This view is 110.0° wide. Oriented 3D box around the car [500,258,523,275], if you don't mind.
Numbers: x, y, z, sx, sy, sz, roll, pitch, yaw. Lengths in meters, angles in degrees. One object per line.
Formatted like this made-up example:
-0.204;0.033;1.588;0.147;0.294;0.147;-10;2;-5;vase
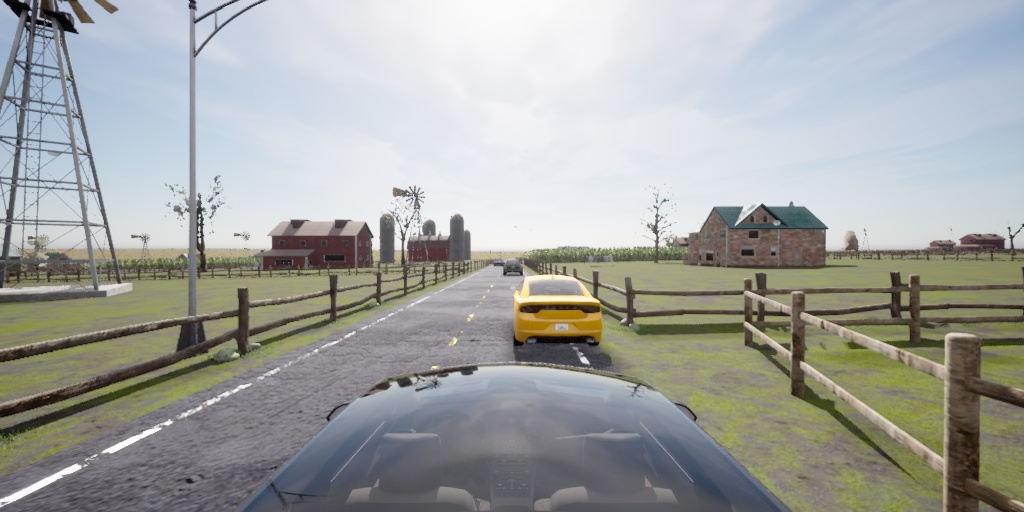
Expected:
0.126;1.148;39.317;2.097;1.767;4.553;0;0;0;car

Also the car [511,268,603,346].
0.973;1.234;9.453;1.882;1.535;5.008;0;0;0;car
